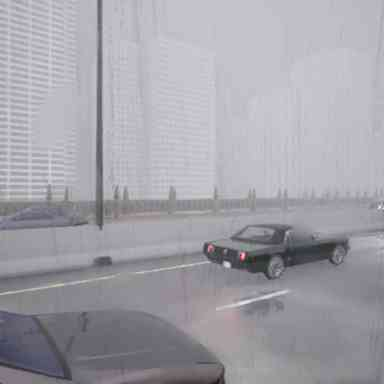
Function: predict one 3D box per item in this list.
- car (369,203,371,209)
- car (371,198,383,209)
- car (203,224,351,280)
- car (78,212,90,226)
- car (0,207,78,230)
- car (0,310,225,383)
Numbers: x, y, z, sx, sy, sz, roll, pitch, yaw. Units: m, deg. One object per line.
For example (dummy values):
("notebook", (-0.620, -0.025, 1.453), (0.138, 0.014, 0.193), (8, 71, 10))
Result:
("car", (24.893, 1.576, 43.224), (4.892, 1.490, 1.837), (1, 0, -35))
("car", (18.722, 1.402, 30.246), (4.553, 1.767, 2.097), (0, 0, -35))
("car", (2.727, 1.613, 9.992), (4.718, 1.301, 1.895), (0, 0, -36))
("car", (-8.778, 1.554, 19.229), (5.357, 1.411, 2.033), (0, 0, -36))
("car", (-7.874, 1.568, 15.574), (4.181, 1.385, 1.994), (0, 0, -36))
("car", (-2.232, 1.547, 2.153), (5.357, 1.411, 2.033), (0, 0, -35))
